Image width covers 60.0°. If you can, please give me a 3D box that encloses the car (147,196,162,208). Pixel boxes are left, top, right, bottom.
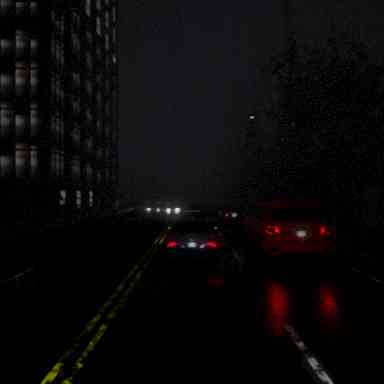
[{"bbox_3d":[-6.474,1.767,58.506,2.150,2.045,5.566,0,-1,0],"label":"car"}]

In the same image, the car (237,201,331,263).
[{"bbox_3d":[3.271,1.342,12.569,2.150,2.045,5.566,0,0,0],"label":"car"}]

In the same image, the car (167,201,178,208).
[{"bbox_3d":[-3.234,2.135,57.780,1.895,1.301,4.718,0,-1,1],"label":"car"}]

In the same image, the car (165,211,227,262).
[{"bbox_3d":[0.021,1.664,12.536,2.033,1.411,5.357,0,-1,0],"label":"car"}]

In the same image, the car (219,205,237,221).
[{"bbox_3d":[3.277,1.802,27.540,2.033,1.411,5.357,0,-1,1],"label":"car"}]

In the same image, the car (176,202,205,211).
[{"bbox_3d":[0.040,1.756,28.520,2.128,1.511,4.902,0,0,0],"label":"car"}]
